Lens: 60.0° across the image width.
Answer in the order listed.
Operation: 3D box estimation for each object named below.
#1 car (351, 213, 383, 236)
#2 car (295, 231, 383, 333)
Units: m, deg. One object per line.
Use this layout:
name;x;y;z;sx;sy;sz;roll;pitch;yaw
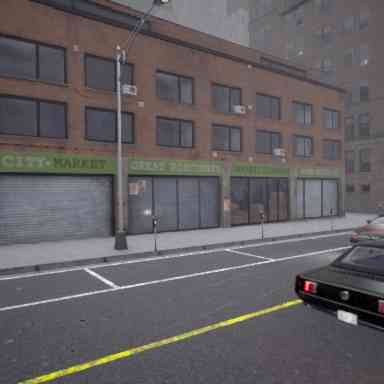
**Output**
car;8.106;1.523;13.023;4.674;1.442;1.812;0;0;-35
car;4.164;1.599;6.275;4.718;1.301;1.895;0;0;-35
